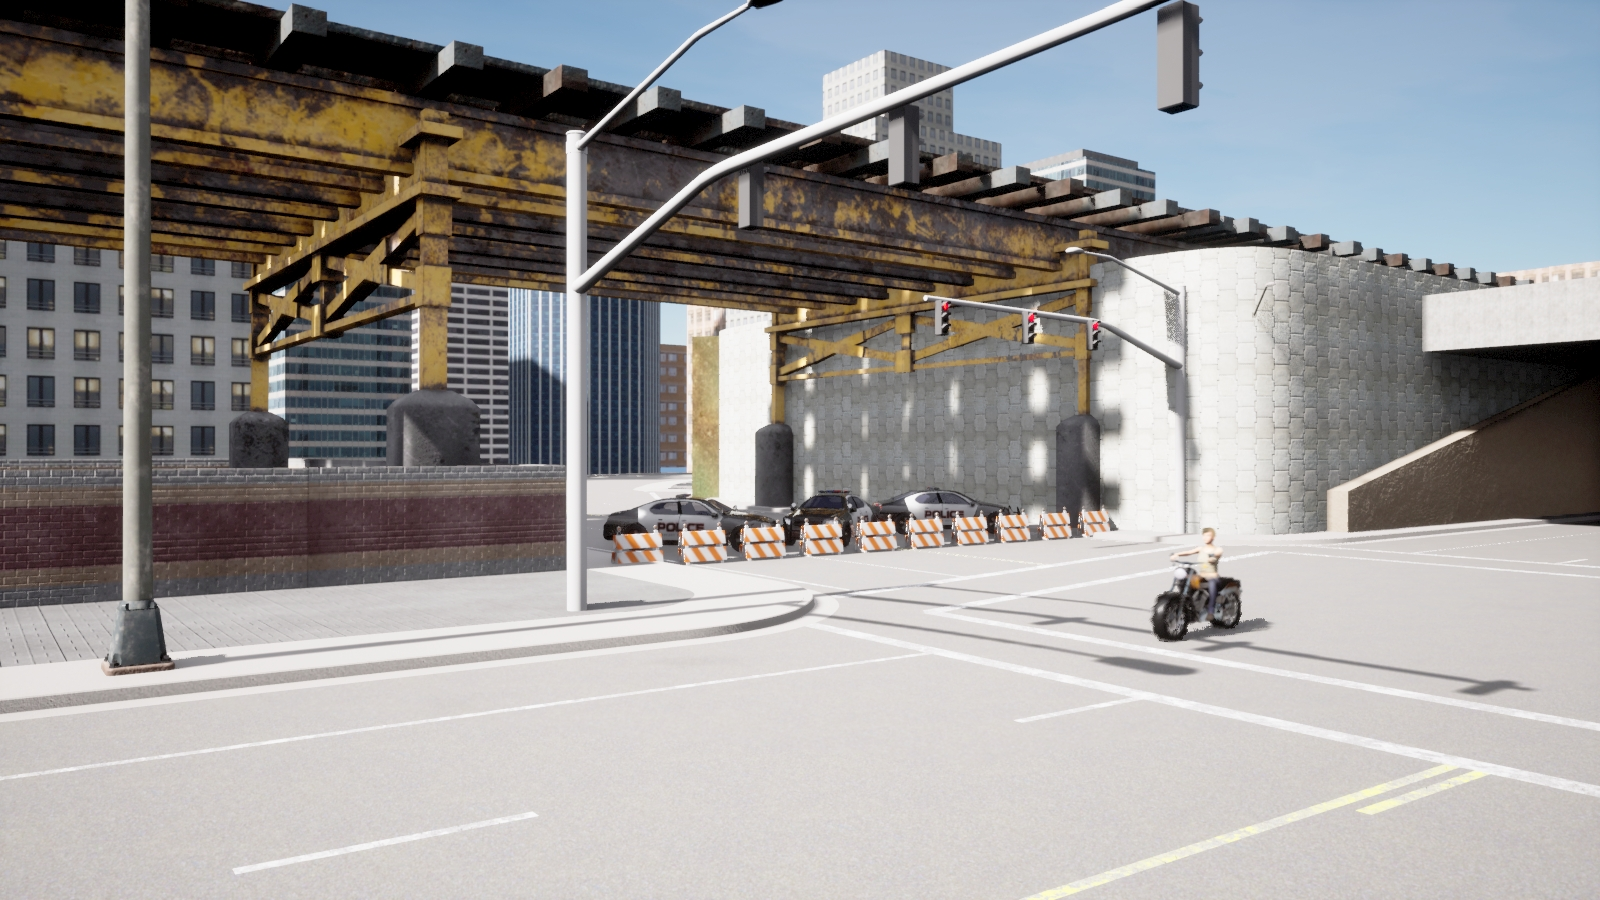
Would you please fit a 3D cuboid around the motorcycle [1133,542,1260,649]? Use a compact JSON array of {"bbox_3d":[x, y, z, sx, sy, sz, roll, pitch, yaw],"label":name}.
[{"bbox_3d":[6.004,2.142,17.210,2.356,1.332,0.764,0,0,-42],"label":"motorcycle"}]
